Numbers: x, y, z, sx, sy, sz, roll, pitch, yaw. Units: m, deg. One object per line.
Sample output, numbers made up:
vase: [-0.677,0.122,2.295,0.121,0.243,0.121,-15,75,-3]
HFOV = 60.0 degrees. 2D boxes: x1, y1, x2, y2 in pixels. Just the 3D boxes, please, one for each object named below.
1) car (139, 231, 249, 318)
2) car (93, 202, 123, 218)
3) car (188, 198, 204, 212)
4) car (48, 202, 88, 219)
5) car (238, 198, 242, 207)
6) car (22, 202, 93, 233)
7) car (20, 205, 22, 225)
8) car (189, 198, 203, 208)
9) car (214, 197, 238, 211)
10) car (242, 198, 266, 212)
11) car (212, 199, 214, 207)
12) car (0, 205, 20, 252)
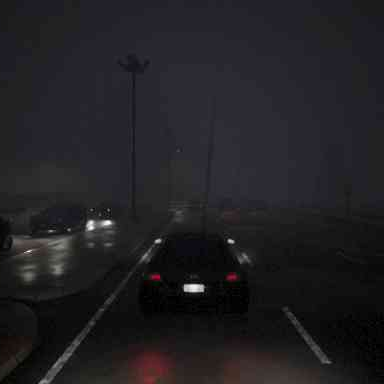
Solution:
car: [0.054,1.563,7.517,1.994,1.385,4.181,0,0,1]
car: [-7.663,1.600,30.007,1.895,1.301,4.718,0,0,1]
car: [0.470,1.547,39.638,2.033,1.411,5.357,0,0,1]
car: [-11.160,1.600,30.308,1.895,1.301,4.718,0,0,1]
car: [7.578,1.563,49.714,1.994,1.385,4.181,0,0,1]
car: [-7.790,1.477,19.918,1.882,1.535,5.008,0,0,1]
car: [-11.285,1.525,20.369,1.812,1.442,4.674,0,0,1]
car: [0.582,1.563,49.987,1.994,1.385,4.181,0,0,1]
car: [3.977,1.504,39.847,1.837,1.490,4.892,0,0,1]
car: [7.462,1.477,39.229,1.882,1.535,5.008,0,0,1]
car: [4.090,1.490,50.174,2.128,1.511,4.902,0,0,1]
car: [-7.967,1.352,10.872,2.097,1.767,4.553,0,0,1]
